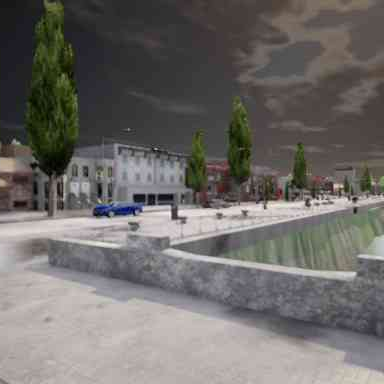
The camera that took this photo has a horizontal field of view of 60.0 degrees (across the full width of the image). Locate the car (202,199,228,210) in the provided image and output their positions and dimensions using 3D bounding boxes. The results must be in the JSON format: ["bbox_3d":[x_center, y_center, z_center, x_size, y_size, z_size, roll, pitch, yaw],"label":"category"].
[{"bbox_3d":[3.030,1.581,43.745,1.994,1.385,4.181,0,0,36],"label":"car"}]

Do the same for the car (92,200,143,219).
[{"bbox_3d":[-6.648,1.494,30.104,1.882,1.535,5.008,0,0,35],"label":"car"}]
